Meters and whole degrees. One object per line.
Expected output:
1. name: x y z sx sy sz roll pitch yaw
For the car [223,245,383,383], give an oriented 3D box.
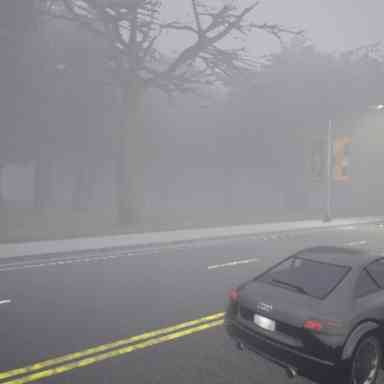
1. car: 2.517 1.570 5.237 4.181 1.385 1.994 0 0 -36
